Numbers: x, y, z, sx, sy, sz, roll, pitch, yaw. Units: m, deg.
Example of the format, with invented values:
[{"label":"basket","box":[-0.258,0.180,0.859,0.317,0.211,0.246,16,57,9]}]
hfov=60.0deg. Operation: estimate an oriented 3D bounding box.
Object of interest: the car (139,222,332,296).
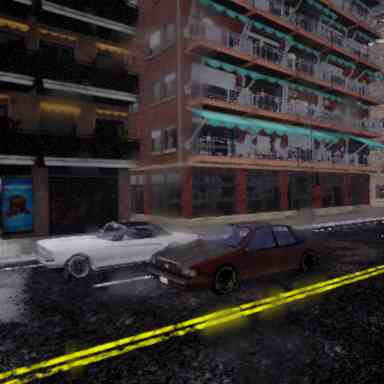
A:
[{"label":"car","box":[1.540,1.525,8.834,5.357,1.411,2.033,0,0,-36]}]

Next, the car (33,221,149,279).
[{"label":"car","box":[-2.189,1.590,10.145,4.718,1.301,1.895,0,0,-36]}]
